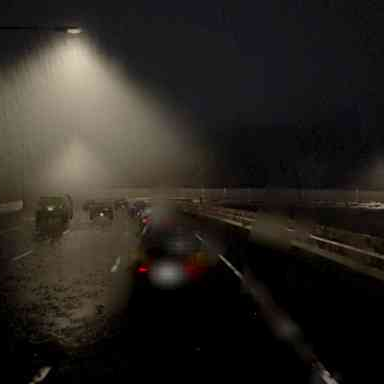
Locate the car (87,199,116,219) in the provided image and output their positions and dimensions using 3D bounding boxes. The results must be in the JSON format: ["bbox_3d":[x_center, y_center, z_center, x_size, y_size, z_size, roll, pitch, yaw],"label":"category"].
[{"bbox_3d":[-8.022,1.573,29.490,1.837,1.490,4.892,0,0,-16],"label":"car"}]

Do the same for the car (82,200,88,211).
[{"bbox_3d":[-12.874,1.662,42.733,1.994,1.385,4.181,0,0,-23],"label":"car"}]

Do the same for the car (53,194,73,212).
[{"bbox_3d":[-16.595,1.321,42.605,2.150,2.045,5.566,0,0,-23],"label":"car"}]

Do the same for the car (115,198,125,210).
[{"bbox_3d":[-9.585,1.604,43.992,1.837,1.490,4.892,0,0,-24],"label":"car"}]

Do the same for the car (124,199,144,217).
[{"bbox_3d":[-5.135,1.597,32.027,1.812,1.442,4.674,0,-1,-17],"label":"car"}]

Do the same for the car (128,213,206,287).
[{"bbox_3d":[-0.698,1.546,9.313,1.812,1.442,4.674,0,0,-5],"label":"car"}]

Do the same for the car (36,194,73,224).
[{"bbox_3d":[-10.627,1.285,25.945,2.150,2.045,5.566,0,0,-15],"label":"car"}]

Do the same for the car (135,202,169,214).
[{"bbox_3d":[-2.340,1.592,20.655,2.033,1.411,5.357,0,0,-10],"label":"car"}]
